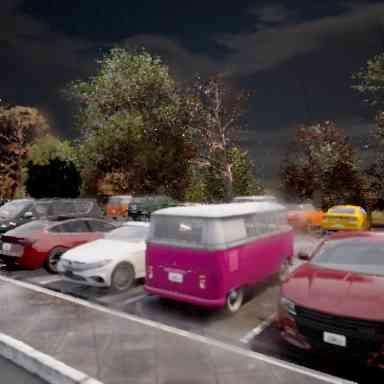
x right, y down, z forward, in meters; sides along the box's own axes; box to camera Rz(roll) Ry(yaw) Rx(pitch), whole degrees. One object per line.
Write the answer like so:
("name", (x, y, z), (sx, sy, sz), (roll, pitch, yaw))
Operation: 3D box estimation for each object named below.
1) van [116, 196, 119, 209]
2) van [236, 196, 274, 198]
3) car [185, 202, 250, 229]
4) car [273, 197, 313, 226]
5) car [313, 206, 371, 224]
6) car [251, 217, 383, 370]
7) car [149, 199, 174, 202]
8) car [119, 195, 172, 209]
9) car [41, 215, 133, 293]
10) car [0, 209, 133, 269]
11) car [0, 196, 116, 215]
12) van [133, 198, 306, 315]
("van", (-4.911, 1.303, 27.974), (1.878, 1.987, 4.442), (-1, 0, 36))
("van", (4.205, 1.268, 21.469), (1.878, 1.987, 4.442), (0, 0, 36))
("car", (1.878, 1.497, 22.978), (2.231, 1.521, 4.892), (0, 0, 36))
("car", (6.373, 1.365, 19.739), (2.185, 1.767, 4.553), (0, 0, 36))
("car", (8.542, 1.488, 18.224), (2.097, 1.535, 5.008), (0, 0, 36))
("car", (3.156, 1.486, 6.012), (2.097, 1.535, 5.008), (0, 0, 36))
("car", (-0.478, 1.498, 24.439), (1.946, 1.575, 5.366), (0, 0, 35))
("car", (-2.609, 1.258, 26.221), (2.435, 2.045, 5.566), (-1, 0, 36))
("car", (-1.365, 1.531, 9.235), (2.002, 1.452, 4.674), (0, 0, 36))
("car", (-3.609, 1.523, 10.869), (2.163, 1.488, 4.792), (0, 0, 36))
("car", (-5.903, 1.245, 12.434), (2.435, 2.045, 5.566), (0, 0, 36))
("van", (0.961, 1.263, 7.715), (1.878, 1.987, 4.442), (0, 0, 36))
